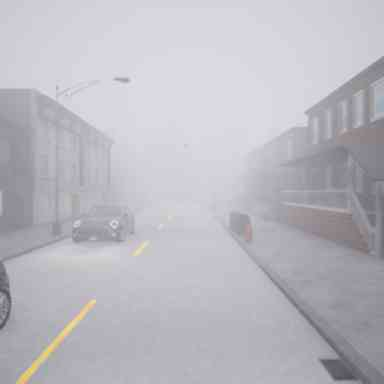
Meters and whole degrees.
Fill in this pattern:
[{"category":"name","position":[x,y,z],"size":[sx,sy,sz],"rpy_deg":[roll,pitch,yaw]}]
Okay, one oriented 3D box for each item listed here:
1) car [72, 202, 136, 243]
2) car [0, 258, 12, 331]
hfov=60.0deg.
[{"category":"car","position":[-4.045,1.343,15.928],"size":[2.097,1.767,4.553],"rpy_deg":[0,0,1]},{"category":"car","position":[-4.091,1.349,3.692],"size":[2.097,1.767,4.553],"rpy_deg":[0,0,0]}]
